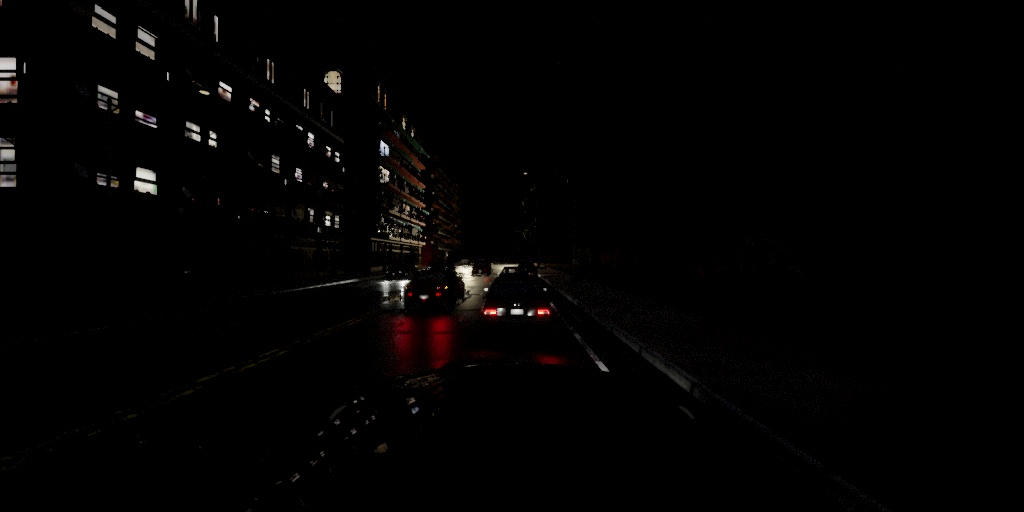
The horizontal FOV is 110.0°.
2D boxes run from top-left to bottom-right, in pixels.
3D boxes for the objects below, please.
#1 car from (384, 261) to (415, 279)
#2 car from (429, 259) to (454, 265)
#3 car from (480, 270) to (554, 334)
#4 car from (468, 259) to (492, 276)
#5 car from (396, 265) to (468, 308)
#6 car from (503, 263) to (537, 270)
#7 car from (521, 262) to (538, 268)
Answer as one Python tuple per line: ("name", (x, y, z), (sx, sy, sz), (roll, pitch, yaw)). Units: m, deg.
("car", (-9.824, 1.259, 32.158), (1.837, 1.490, 4.892), (0, 0, 0))
("car", (-6.572, 1.106, 33.648), (2.097, 1.767, 4.553), (0, 0, 0))
("car", (0.110, 1.299, 10.554), (2.033, 1.411, 5.357), (0, 0, 0))
("car", (-3.118, 1.279, 37.356), (1.812, 1.442, 4.674), (0, 0, 0))
("car", (-3.139, 1.278, 15.091), (1.812, 1.442, 4.674), (0, 0, 0))
("car", (0.116, 1.301, 20.915), (2.033, 1.411, 5.357), (0, 0, 0))
("car", (1.164, 1.259, 30.682), (1.837, 1.490, 4.892), (0, 0, 0))
